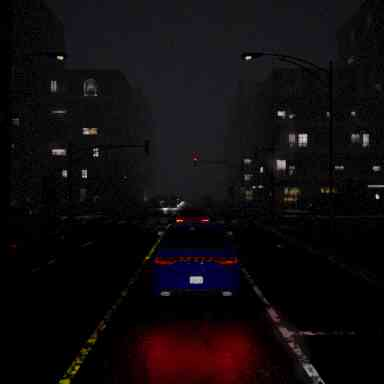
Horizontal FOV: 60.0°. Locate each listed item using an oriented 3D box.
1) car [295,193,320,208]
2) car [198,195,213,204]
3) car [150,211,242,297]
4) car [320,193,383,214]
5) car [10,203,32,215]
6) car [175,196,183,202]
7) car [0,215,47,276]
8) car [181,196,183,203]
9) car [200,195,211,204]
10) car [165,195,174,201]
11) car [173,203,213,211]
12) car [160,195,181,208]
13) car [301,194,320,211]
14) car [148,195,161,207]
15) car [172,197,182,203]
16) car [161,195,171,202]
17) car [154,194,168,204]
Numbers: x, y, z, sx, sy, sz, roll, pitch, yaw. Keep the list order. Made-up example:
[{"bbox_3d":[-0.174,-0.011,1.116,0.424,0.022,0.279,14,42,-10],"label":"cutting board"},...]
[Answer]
[{"bbox_3d":[14.499,1.015,38.206,5.009,1.841,2.192,-1,1,-1],"label":"car"},{"bbox_3d":[2.598,1.458,57.556,1.967,1.590,4.097,0,0,0],"label":"car"},{"bbox_3d":[0.090,1.477,8.632,1.882,1.535,5.008,0,0,0],"label":"car"},{"bbox_3d":[14.647,1.029,29.828,5.009,1.841,2.192,-1,1,-1],"label":"car"},{"bbox_3d":[-18.040,1.803,32.102,4.902,1.511,2.128,-1,0,-1],"label":"car"},{"bbox_3d":[-3.126,1.619,79.809,1.895,1.301,4.718,0,0,0],"label":"car"},{"bbox_3d":[-5.756,1.582,9.834,1.802,1.307,4.206,0,0,0],"label":"car"},{"bbox_3d":[-3.170,1.371,59.201,2.097,1.767,4.553,0,0,0],"label":"car"},{"bbox_3d":[2.590,1.461,63.238,1.967,1.590,4.097,0,0,0],"label":"car"},{"bbox_3d":[-5.827,1.480,85.953,1.967,1.590,4.097,0,0,0],"label":"car"},{"bbox_3d":[0.070,1.526,17.973,1.812,1.442,4.674,0,0,1],"label":"car"},{"bbox_3d":[-3.158,1.560,49.230,2.033,1.411,5.357,0,0,-1],"label":"car"},{"bbox_3d":[14.727,1.205,35.637,4.892,1.490,1.837,-1,0,-1],"label":"car"},{"bbox_3d":[-5.772,1.580,51.858,1.947,1.339,4.313,0,0,0],"label":"car"},{"bbox_3d":[-3.110,1.627,69.343,1.895,1.301,4.718,0,0,0],"label":"car"},{"bbox_3d":[-5.809,1.470,74.588,1.967,1.590,4.097,0,0,0],"label":"car"},{"bbox_3d":[-5.791,1.336,63.223,2.192,1.841,5.009,0,0,0],"label":"car"}]
